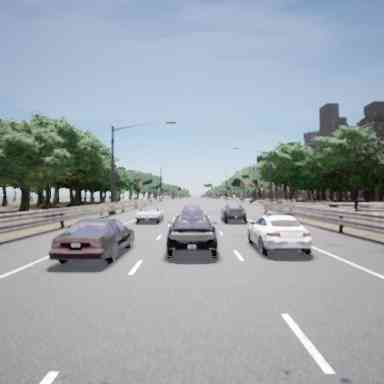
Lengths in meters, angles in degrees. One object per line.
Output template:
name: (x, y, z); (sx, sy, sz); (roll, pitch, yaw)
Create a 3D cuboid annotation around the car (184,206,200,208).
car: (0.001, 1.823, 27.514); (2.033, 1.411, 5.357); (0, 0, 0)

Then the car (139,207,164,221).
car: (-3.491, 1.883, 28.251); (1.895, 1.301, 4.718); (0, 0, 0)

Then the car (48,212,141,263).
car: (-3.494, 1.677, 12.528); (2.033, 1.411, 5.357); (0, -1, 0)

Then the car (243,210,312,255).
car: (3.519, 1.669, 13.894); (1.812, 1.442, 4.674); (0, 0, 0)

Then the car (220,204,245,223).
car: (3.510, 1.777, 28.500); (2.128, 1.511, 4.902); (0, 0, 0)

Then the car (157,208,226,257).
car: (0.016, 1.632, 13.506); (2.128, 1.511, 4.902); (0, 0, 0)
